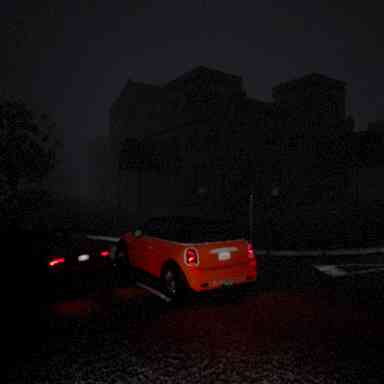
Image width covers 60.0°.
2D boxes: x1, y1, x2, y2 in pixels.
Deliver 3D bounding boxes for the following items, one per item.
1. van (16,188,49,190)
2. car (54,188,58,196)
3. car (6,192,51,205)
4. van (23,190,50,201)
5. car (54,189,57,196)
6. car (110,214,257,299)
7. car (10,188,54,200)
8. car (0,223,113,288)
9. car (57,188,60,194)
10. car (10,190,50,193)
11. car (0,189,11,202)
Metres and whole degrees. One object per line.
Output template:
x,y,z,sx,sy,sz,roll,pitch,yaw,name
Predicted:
-24.876,0.826,51.376,4.442,1.987,1.878,0,1,-22,van
-33.242,0.507,74.351,4.892,1.521,2.231,0,1,-17,car
-22.682,1.153,46.325,4.892,1.521,2.231,0,1,-22,car
-28.654,0.607,61.494,4.442,1.987,1.878,0,1,-20,van
-32.367,0.605,71.764,4.792,1.488,2.163,0,1,-18,car
-0.405,1.392,8.936,2.097,1.767,4.553,0,0,-31,car
-25.790,0.750,53.968,5.566,2.045,2.435,0,1,-22,car
-4.414,1.593,9.424,5.357,1.411,2.033,0,0,41,car
-34.903,0.390,79.686,4.792,1.488,2.163,0,1,-16,car
-23.693,0.977,48.885,4.553,1.767,2.185,0,1,-22,car
-31.733,0.782,56.269,2.097,1.767,4.553,0,1,-22,car
